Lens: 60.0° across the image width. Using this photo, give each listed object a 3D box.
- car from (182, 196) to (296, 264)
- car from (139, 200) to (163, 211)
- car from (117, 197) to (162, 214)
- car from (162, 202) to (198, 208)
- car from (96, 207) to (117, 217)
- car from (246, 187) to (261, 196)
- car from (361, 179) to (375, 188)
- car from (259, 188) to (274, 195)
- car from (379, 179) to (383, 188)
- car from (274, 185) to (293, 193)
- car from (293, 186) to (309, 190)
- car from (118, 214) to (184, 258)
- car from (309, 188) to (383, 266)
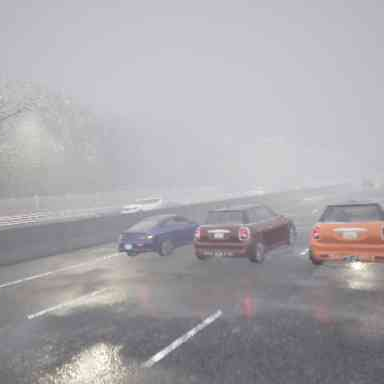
[{"bbox_3d":[1.973,1.206,11.542,2.097,1.767,4.553,-5,0,34],"label":"car"},{"bbox_3d":[-2.791,1.846,35.927,2.033,1.411,5.357,-5,0,34],"label":"car"},{"bbox_3d":[-5.474,1.750,38.228,2.150,2.045,5.566,-5,0,34],"label":"car"},{"bbox_3d":[-0.465,1.700,33.136,1.895,1.301,4.718,-5,0,34],"label":"car"},{"bbox_3d":[-8.990,2.423,39.211,1.895,1.301,4.718,-5,0,34],"label":"car"},{"bbox_3d":[13.974,0.097,73.486,2.150,2.045,5.566,-5,0,34],"label":"car"},{"bbox_3d":[37.696,-1.782,71.262,2.150,2.045,5.566,-5,0,34],"label":"car"},{"bbox_3d":[16.912,0.149,71.561,2.128,1.511,4.902,-5,0,34],"label":"car"},{"bbox_3d":[38.410,-1.598,66.017,1.882,1.535,5.008,-5,0,34],"label":"car"},{"bbox_3d":[19.767,-0.393,69.587,2.150,2.045,5.566,-5,0,34],"label":"car"},{"bbox_3d":[22.702,-0.366,67.661,1.837,1.490,4.892,-5,0,34],"label":"car"},{"bbox_3d":[-0.940,1.627,13.448,1.812,1.442,4.674,-5,0,34],"label":"car"},{"bbox_3d":[4.958,0.953,9.725,2.097,1.767,4.553,-5,0,34],"label":"car"}]
